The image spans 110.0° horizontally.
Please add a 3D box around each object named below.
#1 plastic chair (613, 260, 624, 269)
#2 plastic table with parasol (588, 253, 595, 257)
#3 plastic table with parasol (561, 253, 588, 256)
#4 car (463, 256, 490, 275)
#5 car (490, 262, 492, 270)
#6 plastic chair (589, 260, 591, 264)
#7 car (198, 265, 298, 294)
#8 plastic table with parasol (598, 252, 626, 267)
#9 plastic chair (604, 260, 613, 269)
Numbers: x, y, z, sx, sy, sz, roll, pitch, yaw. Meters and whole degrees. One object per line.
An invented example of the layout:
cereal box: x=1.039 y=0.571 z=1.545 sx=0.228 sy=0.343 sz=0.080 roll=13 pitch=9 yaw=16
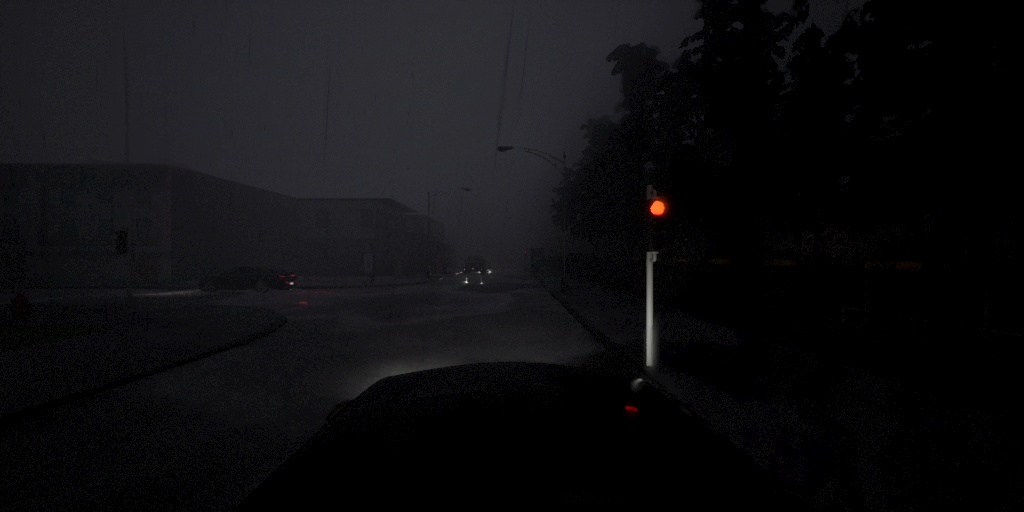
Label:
plastic chair: x=16.070 y=1.296 z=54.116 sx=0.750 sy=1.272 sz=0.730 roll=0 pitch=0 yaw=-40
plastic table with parasol: x=14.722 y=0.673 z=63.330 sx=2.482 sy=2.480 sz=2.482 roll=0 pitch=0 yaw=-42
plastic table with parasol: x=10.021 y=0.684 z=57.859 sx=2.482 sy=2.480 sz=2.482 roll=0 pitch=0 yaw=-40
car: x=-4.067 y=0.971 z=40.176 sx=2.150 sy=2.045 sz=5.566 roll=0 pitch=0 yaw=0
car: x=-4.046 y=1.350 z=53.511 sx=1.895 sy=1.301 sz=4.718 roll=0 pitch=0 yaw=0
plastic chair: x=13.770 y=1.304 z=62.443 sx=0.730 sy=1.272 sz=0.750 roll=0 pitch=0 yaw=-35
car: x=-14.554 y=1.255 z=19.852 sx=4.892 sy=1.490 sz=1.837 roll=0 pitch=1 yaw=2
plastic table with parasol: x=15.338 y=0.694 z=55.115 sx=2.482 sy=2.480 sz=2.482 roll=0 pitch=0 yaw=-40
plastic chair: x=14.364 y=1.306 z=54.214 sx=0.730 sy=1.272 sz=0.750 roll=0 pitch=0 yaw=-35
